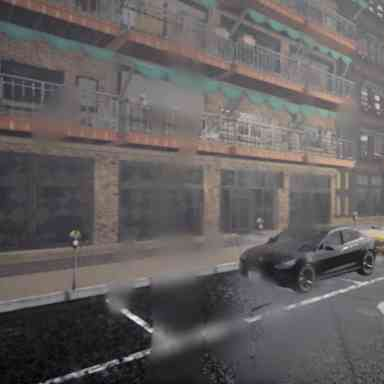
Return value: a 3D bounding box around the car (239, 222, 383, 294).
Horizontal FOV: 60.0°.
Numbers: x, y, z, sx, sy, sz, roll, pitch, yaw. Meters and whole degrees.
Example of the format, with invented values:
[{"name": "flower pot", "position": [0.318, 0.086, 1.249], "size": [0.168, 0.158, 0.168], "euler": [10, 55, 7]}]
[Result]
[{"name": "car", "position": [3.219, 1.564, 8.867], "size": [4.313, 1.339, 1.947], "euler": [0, 1, -36]}]
